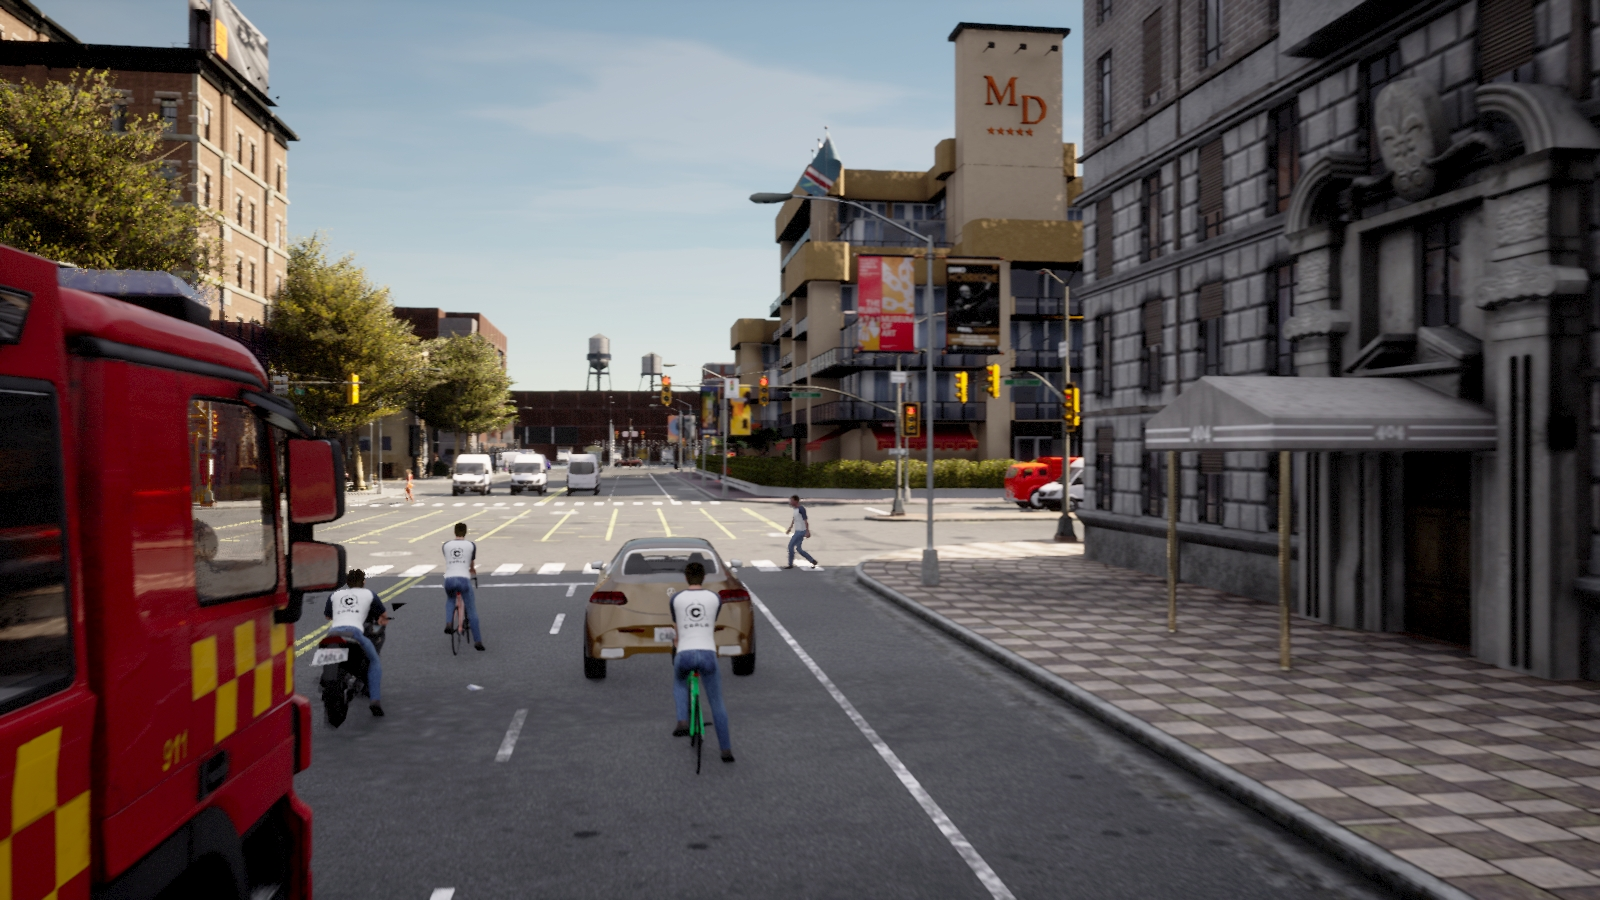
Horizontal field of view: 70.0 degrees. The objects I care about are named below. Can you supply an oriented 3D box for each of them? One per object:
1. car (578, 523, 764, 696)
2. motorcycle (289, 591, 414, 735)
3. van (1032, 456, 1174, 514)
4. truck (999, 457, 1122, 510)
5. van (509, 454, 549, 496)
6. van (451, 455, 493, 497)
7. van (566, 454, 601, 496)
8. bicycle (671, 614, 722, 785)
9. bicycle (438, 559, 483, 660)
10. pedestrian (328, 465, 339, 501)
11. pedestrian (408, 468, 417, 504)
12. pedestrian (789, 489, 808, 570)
[{"bbox_3d":[-1.820,2.002,15.763,2.152,1.651,5.027,0,0,-8],"label":"car"},{"bbox_3d":[-4.754,2.222,12.257,0.803,1.145,2.033,0,0,-8],"label":"motorcycle"},{"bbox_3d":[13.710,1.560,51.804,5.915,2.561,1.988,0,0,-8],"label":"van"},{"bbox_3d":[12.536,1.596,55.178,5.204,2.467,2.627,0,0,-9],"label":"truck"},{"bbox_3d":[-17.477,1.580,73.880,1.988,2.561,5.915,0,0,-8],"label":"van"},{"bbox_3d":[-20.797,1.580,72.587,1.988,2.561,5.915,0,0,-10],"label":"van"},{"bbox_3d":[-13.978,1.579,74.031,1.988,2.561,5.915,0,0,-8],"label":"van"},{"bbox_3d":[-0.963,2.213,10.416,0.373,1.196,1.643,0,0,-8],"label":"bicycle"},{"bbox_3d":[-4.787,2.217,16.158,0.373,1.196,1.643,0,0,-8],"label":"bicycle"},{"bbox_3d":[-24.346,1.736,59.627,0.375,1.860,0.375,0,0,28],"label":"pedestrian"},{"bbox_3d":[-20.252,1.886,59.721,0.375,1.860,0.375,0,0,-6],"label":"pedestrian"},{"bbox_3d":[-0.031,1.864,26.918,0.375,1.860,0.375,0,0,-10],"label":"pedestrian"}]
